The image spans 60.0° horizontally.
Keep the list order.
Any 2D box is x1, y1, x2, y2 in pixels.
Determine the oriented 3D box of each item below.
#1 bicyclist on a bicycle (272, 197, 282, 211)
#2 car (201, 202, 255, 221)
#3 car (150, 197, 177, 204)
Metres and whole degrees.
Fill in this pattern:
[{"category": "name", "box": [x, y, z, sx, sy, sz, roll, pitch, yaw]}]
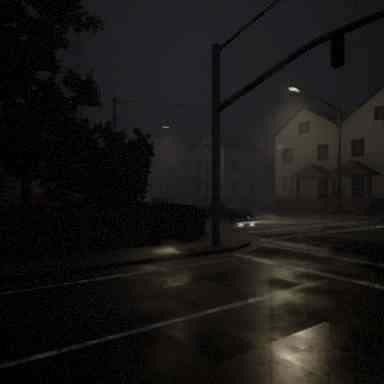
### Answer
[{"category": "bicyclist on a bicycle", "box": [9.530, 1.367, 37.405, 1.656, 1.620, 0.582, 0, 0, -35]}, {"category": "car", "box": [2.816, 1.587, 27.875, 2.033, 1.411, 5.357, 0, 0, -35]}, {"category": "car", "box": [-2.792, 1.390, 35.809, 2.097, 1.767, 4.553, 0, 0, -35]}]
